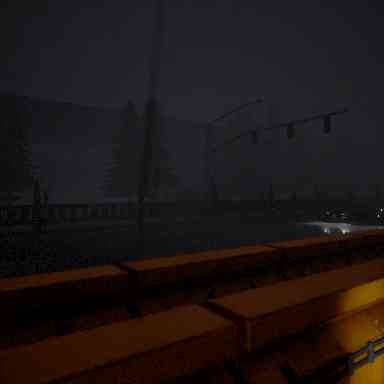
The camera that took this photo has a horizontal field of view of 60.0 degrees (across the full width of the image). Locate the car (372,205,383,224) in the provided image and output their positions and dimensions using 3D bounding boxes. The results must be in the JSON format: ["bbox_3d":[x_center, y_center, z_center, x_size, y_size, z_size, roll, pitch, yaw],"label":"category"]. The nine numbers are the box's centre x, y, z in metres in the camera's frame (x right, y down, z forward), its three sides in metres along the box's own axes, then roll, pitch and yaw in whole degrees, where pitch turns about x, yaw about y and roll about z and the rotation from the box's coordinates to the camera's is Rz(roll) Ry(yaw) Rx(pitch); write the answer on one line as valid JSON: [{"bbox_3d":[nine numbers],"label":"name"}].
[{"bbox_3d":[15.375,1.221,23.507,5.566,2.045,2.150,0,0,-35],"label":"car"}]

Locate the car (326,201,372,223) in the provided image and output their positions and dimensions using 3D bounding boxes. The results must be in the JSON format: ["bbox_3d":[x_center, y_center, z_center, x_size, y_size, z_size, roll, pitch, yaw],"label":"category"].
[{"bbox_3d":[12.317,1.505,25.628,4.892,1.490,1.837,0,0,-35],"label":"car"}]
